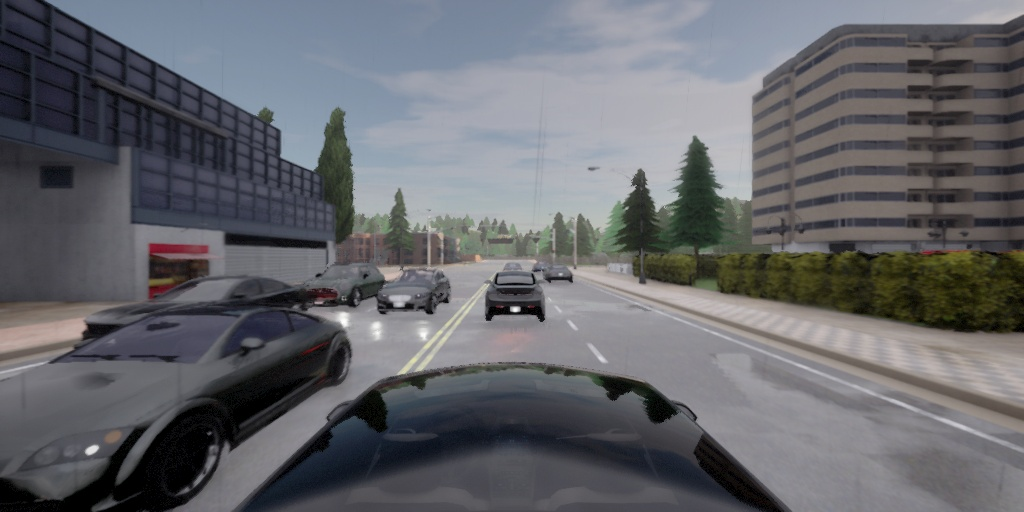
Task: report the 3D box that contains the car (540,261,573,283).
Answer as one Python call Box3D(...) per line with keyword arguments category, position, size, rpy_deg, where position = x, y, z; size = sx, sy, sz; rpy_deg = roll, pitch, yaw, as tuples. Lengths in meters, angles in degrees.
Box3D(category="car", position=(3.586, 1.323, 28.383), size=(1.994, 1.385, 4.181), rpy_deg=(0, 0, 0))

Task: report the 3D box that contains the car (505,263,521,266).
Box3D(category="car", position=(0.079, 1.308, 33.319), size=(2.033, 1.411, 5.357), rpy_deg=(0, 0, 0))

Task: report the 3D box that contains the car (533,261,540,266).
Box3D(category="car", position=(3.580, 1.327, 43.718), size=(1.994, 1.385, 4.181), rpy_deg=(0, 0, 0))

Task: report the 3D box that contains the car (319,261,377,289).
Box3D(category="car", position=(-7.006, 1.108, 15.270), size=(2.097, 1.767, 4.553), rpy_deg=(0, 0, 0))

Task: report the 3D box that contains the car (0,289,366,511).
Box3D(category="car", position=(-3.597, 1.316, 4.178), size=(1.994, 1.385, 4.181), rpy_deg=(0, 0, 0))

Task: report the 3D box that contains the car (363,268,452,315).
Box3D(category="car", position=(-3.524, 1.244, 13.687), size=(2.128, 1.511, 4.902), rpy_deg=(0, 0, 0))

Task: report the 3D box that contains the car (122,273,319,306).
Box3D(category="car", position=(-7.101, 1.231, 8.799), size=(1.882, 1.535, 5.008), rpy_deg=(0, 0, 0))

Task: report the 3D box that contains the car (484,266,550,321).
Box3D(category="car", position=(0.096, 1.258, 12.564), size=(1.837, 1.490, 4.892), rpy_deg=(0, 0, 0))
